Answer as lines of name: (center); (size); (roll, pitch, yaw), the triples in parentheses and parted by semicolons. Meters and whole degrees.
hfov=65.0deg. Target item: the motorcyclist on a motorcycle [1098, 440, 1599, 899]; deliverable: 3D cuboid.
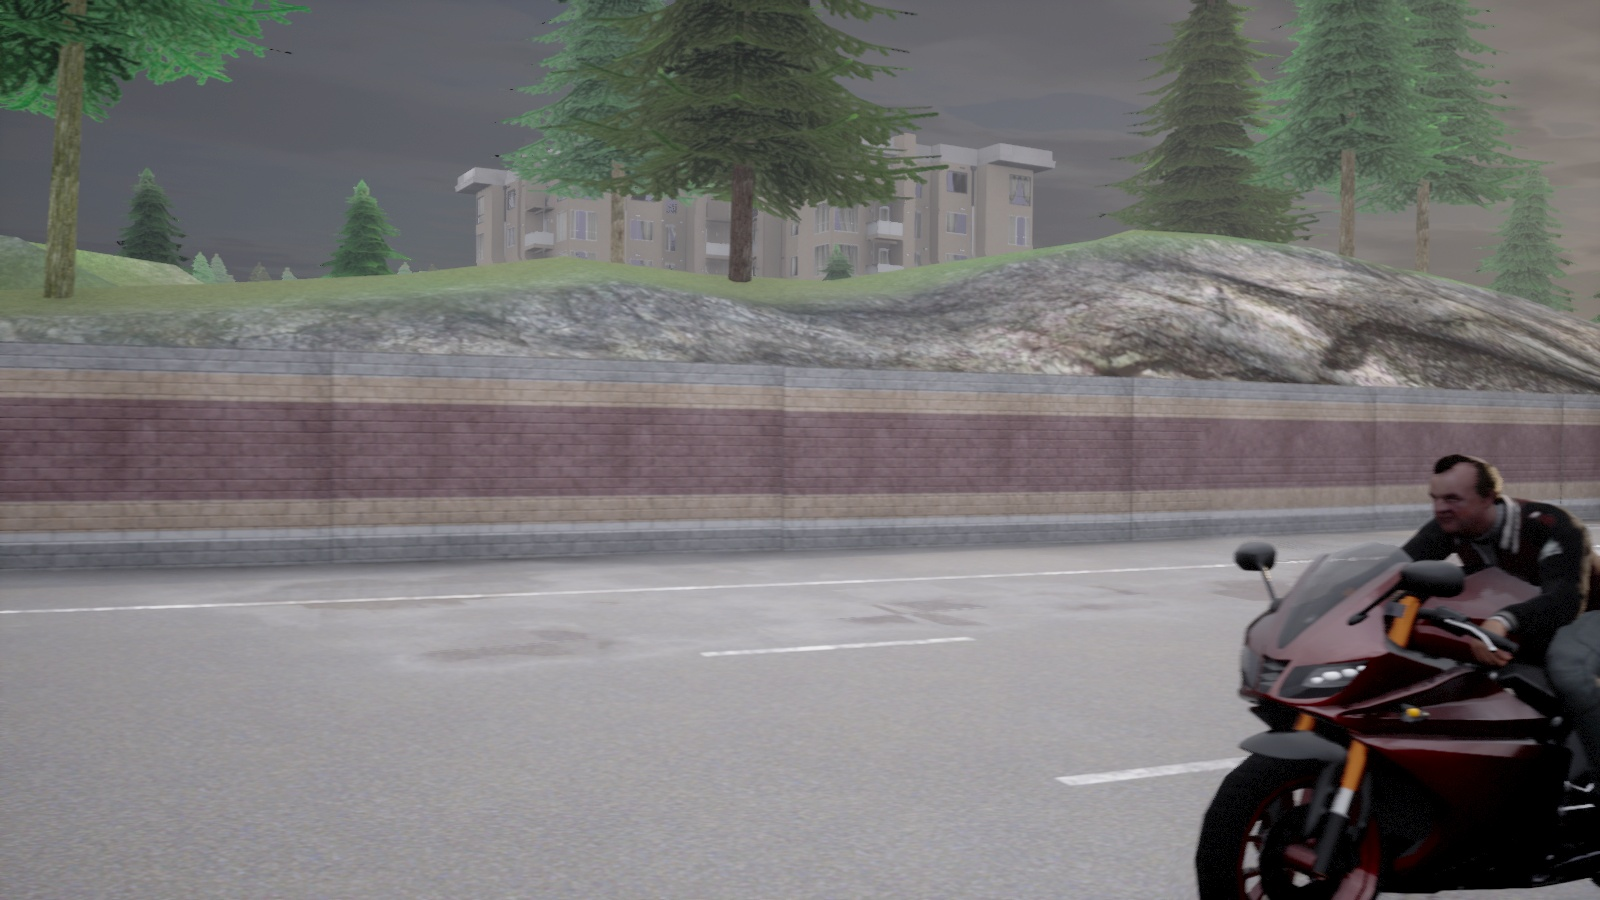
motorcyclist on a motorcycle: (2.135, 0.746, 3.990); (2.191, 1.530, 0.866); (-1, 0, -22)
